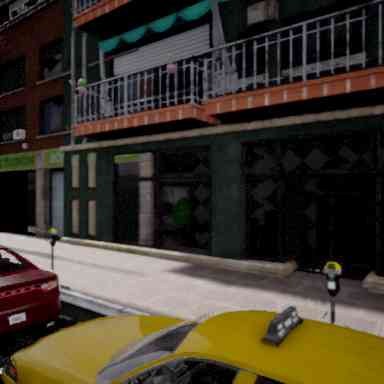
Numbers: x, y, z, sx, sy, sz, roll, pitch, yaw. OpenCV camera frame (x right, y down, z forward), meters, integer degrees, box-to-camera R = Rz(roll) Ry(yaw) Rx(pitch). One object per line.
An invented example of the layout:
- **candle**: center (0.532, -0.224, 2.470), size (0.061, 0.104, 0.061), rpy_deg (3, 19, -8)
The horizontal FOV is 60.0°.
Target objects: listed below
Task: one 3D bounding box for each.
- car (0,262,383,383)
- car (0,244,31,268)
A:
- **car**: center (0.403, 1.519, 2.439), size (4.829, 1.417, 1.752), rpy_deg (0, 0, 35)
- **car**: center (-4.090, 1.504, 5.643), size (4.507, 1.381, 1.887), rpy_deg (0, 0, 35)
